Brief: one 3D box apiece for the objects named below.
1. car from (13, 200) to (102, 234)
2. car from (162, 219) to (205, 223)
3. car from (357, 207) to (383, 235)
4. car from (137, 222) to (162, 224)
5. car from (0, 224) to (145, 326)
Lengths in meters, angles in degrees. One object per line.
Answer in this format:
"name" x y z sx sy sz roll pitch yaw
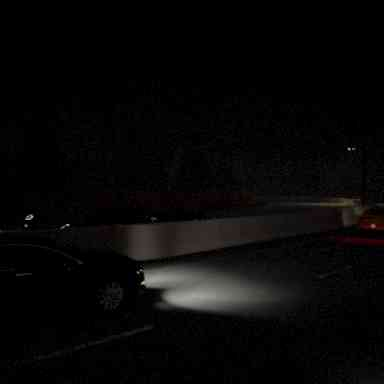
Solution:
"car" -8.047 1.401 20.152 4.553 1.767 2.097 0 0 -41
"car" -1.245 1.546 21.469 5.008 1.535 1.882 0 0 -43
"car" 10.805 1.562 18.518 1.882 1.535 5.008 0 0 43
"car" -3.920 1.391 14.502 4.553 1.767 2.097 0 0 -40
"car" -3.210 1.518 5.949 4.892 1.490 1.837 0 0 -36
